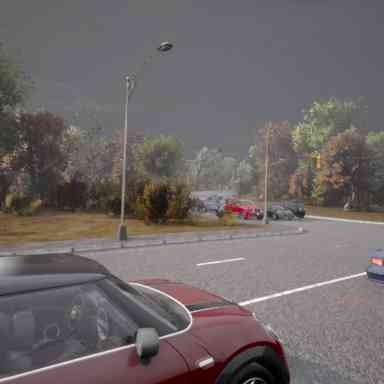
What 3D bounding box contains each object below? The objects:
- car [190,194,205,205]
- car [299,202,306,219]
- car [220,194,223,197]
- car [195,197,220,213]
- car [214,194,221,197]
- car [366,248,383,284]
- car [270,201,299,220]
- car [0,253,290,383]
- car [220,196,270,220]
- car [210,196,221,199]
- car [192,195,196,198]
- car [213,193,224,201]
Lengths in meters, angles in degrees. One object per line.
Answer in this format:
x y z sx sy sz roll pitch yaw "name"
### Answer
0.990 1.315 63.614 2.097 1.767 4.553 2 2 -10 "car"
11.346 2.104 40.307 2.150 2.045 5.566 2 0 -22 "car"
7.794 1.673 66.207 2.128 1.511 4.902 2 2 -9 "car"
2.027 1.960 44.901 1.837 1.490 4.892 3 0 -18 "car"
4.170 1.550 66.623 2.033 1.411 5.357 2 2 -9 "car"
6.518 1.662 8.424 5.357 1.411 2.033 2 -1 -36 "car"
9.018 2.095 36.421 2.097 1.767 4.553 3 -1 -23 "car"
-1.234 1.354 2.866 4.553 1.767 2.097 0 0 -36 "car"
5.517 1.808 35.639 2.150 2.045 5.566 3 -1 -22 "car"
3.085 1.938 53.753 1.994 1.385 4.181 2 1 -15 "car"
-0.852 1.371 54.951 2.150 2.045 5.566 2 2 -13 "car"
6.309 1.130 79.553 2.128 1.511 4.902 2 2 -1 "car"
